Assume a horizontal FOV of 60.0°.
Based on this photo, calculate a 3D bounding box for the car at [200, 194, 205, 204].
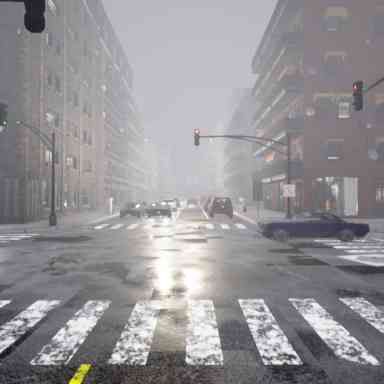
[{"bbox_3d":[2.563,1.336,41.344,2.192,1.841,5.009,1,0,0],"label":"car"}]

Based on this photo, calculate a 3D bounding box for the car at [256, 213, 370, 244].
[{"bbox_3d":[5.393,1.620,15.363,4.718,1.301,1.895,0,-1,0],"label":"car"}]

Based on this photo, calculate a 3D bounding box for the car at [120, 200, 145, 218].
[{"bbox_3d":[-5.314,1.577,30.169,1.947,1.339,4.313,1,0,0],"label":"car"}]

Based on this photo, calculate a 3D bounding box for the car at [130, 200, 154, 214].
[{"bbox_3d":[-5.317,1.580,35.731,1.947,1.339,4.313,1,0,0],"label":"car"}]

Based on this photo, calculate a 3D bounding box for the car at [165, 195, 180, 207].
[{"bbox_3d":[-2.784,1.565,50.495,1.812,1.442,4.674,0,0,0],"label":"car"}]

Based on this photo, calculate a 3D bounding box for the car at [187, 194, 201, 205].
[{"bbox_3d":[0.072,1.559,58.504,2.128,1.511,4.902,0,0,0],"label":"car"}]

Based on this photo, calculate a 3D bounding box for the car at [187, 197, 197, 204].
[{"bbox_3d":[0.027,1.685,70.415,1.994,1.385,4.181,0,0,0],"label":"car"}]

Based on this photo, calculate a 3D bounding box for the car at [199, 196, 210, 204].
[{"bbox_3d":[2.543,1.556,69.142,1.967,1.590,4.097,1,0,0],"label":"car"}]

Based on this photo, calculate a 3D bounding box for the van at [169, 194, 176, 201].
[{"bbox_3d":[-5.347,1.588,91.358,1.690,1.788,3.998,1,0,0],"label":"van"}]

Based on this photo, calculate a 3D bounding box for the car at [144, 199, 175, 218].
[{"bbox_3d":[-2.858,1.575,30.404,1.994,1.385,4.181,0,0,0],"label":"car"}]

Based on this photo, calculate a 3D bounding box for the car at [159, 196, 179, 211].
[{"bbox_3d":[-2.847,1.545,40.294,1.812,1.442,4.674,0,0,0],"label":"car"}]

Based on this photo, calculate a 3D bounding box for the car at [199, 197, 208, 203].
[{"bbox_3d":[2.538,1.728,74.702,1.802,1.307,4.206,1,0,0],"label":"car"}]

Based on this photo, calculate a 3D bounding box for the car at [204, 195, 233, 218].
[{"bbox_3d":[2.570,1.326,30.220,2.192,1.841,5.009,1,0,0],"label":"car"}]

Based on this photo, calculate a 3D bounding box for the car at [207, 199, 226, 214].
[{"bbox_3d":[2.563,1.540,35.949,1.752,1.417,4.829,1,0,0],"label":"car"}]

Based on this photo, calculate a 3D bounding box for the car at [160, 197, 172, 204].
[{"bbox_3d":[-5.338,1.667,69.102,2.008,1.369,4.403,1,0,0],"label":"car"}]

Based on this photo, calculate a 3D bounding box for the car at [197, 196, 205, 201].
[{"bbox_3d":[2.530,1.813,91.393,1.947,1.339,4.313,1,0,0],"label":"car"}]

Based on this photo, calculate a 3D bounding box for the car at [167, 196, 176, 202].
[{"bbox_3d":[-5.348,1.764,85.793,2.008,1.369,4.403,1,0,0],"label":"car"}]

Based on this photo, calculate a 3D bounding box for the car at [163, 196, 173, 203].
[{"bbox_3d":[-5.341,1.671,74.494,1.752,1.417,4.829,1,0,0],"label":"car"}]

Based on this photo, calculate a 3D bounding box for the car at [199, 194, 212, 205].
[{"bbox_3d":[2.548,1.402,63.578,2.192,1.841,5.009,1,0,0],"label":"car"}]
